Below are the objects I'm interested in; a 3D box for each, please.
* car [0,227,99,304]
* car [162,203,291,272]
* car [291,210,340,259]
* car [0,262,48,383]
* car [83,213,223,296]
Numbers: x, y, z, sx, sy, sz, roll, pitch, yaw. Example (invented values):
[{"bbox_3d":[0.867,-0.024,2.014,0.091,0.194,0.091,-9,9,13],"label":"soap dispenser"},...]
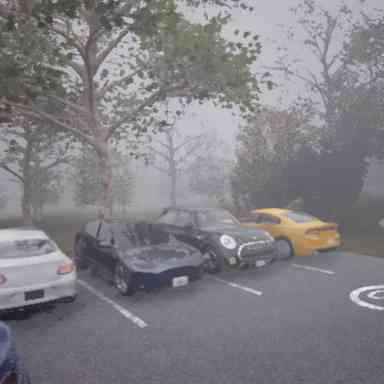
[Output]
[{"bbox_3d":[-3.906,1.506,7.274,2.002,1.452,4.674,-1,1,-36],"label":"car"},{"bbox_3d":[0.471,1.261,10.458,2.185,1.767,4.553,-1,1,-36],"label":"car"},{"bbox_3d":[2.744,1.345,12.046,2.097,1.535,5.008,-1,1,-36],"label":"car"},{"bbox_3d":[-3.345,1.554,1.572,4.674,1.442,1.812,-1,1,-36],"label":"car"},{"bbox_3d":[-1.641,1.455,8.867,2.163,1.488,4.792,-1,1,-36],"label":"car"}]
